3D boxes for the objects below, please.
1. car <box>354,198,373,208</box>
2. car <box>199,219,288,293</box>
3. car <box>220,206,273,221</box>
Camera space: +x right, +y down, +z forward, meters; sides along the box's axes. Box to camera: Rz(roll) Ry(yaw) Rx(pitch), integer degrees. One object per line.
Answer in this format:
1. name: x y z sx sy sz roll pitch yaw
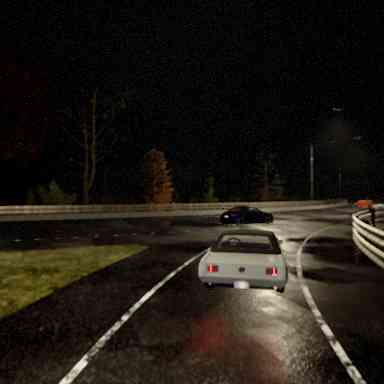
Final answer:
1. car: 31.224 1.881 60.132 2.097 1.767 4.553 0 -1 35
2. car: 1.547 1.679 9.137 1.895 1.301 4.718 0 0 13
3. car: 4.172 1.781 25.238 4.181 1.385 1.994 1 -1 -33
